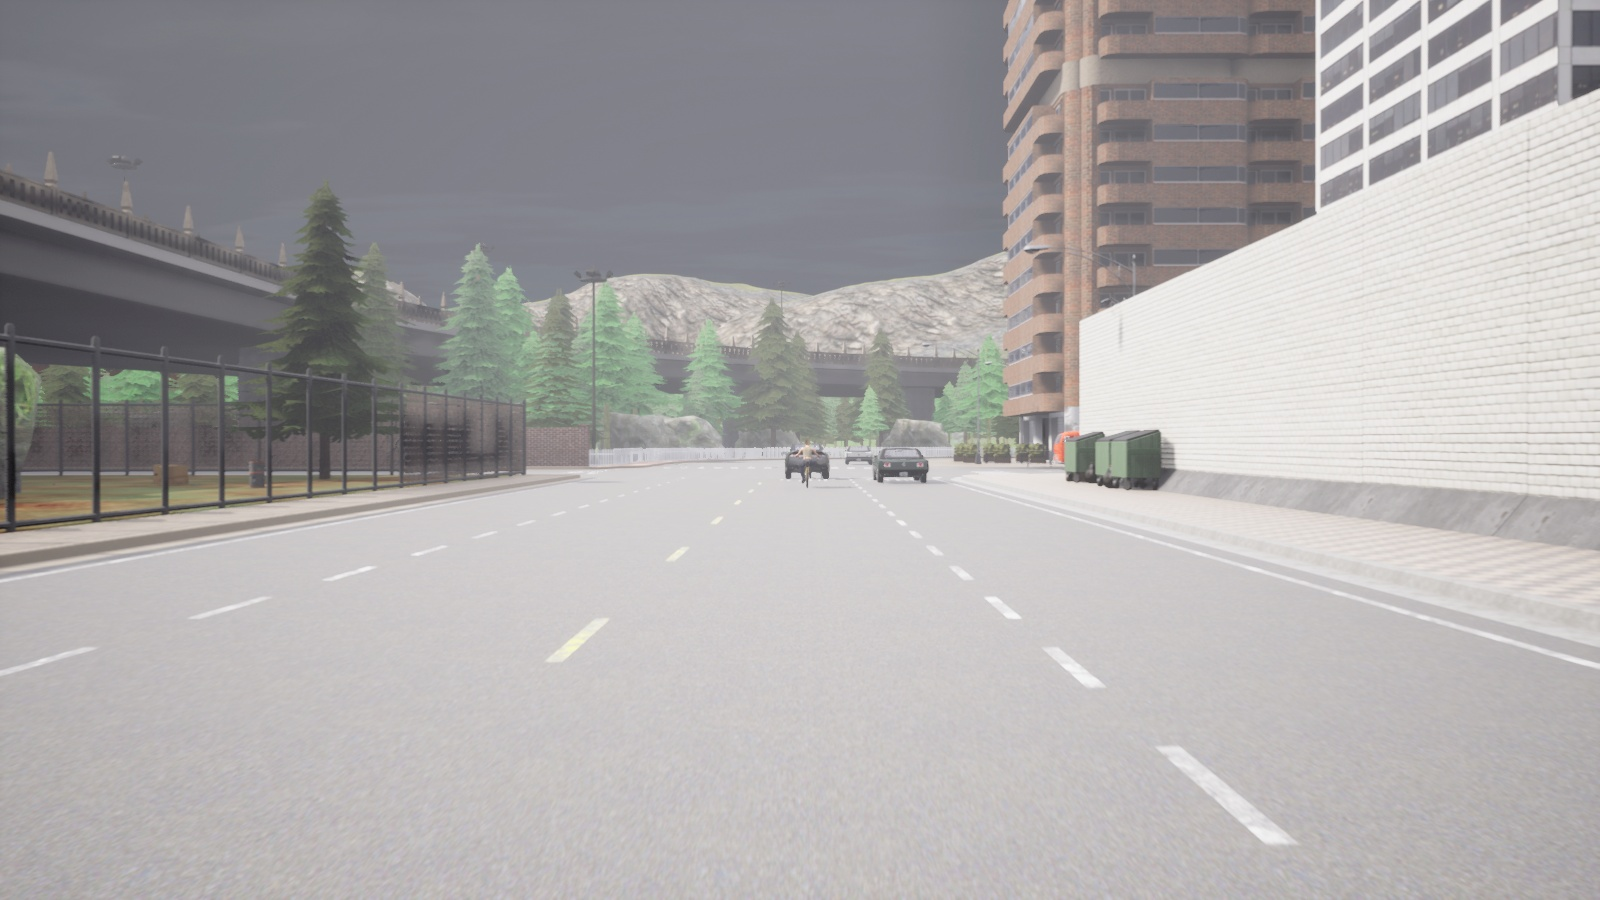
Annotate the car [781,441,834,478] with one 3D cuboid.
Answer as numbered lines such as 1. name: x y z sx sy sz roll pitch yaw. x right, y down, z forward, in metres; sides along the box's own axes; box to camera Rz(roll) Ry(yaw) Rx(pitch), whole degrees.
1. car: 0.262 0.425 53.605 2.128 1.511 4.902 0 -1 -1

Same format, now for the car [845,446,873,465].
1. car: 4.113 0.358 87.412 1.895 1.301 4.718 0 0 3

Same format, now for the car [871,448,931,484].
1. car: 3.784 0.581 47.720 1.895 1.301 4.718 0 0 0

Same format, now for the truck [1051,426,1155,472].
1. truck: 16.840 -0.066 70.057 5.204 2.467 2.627 0 0 0
